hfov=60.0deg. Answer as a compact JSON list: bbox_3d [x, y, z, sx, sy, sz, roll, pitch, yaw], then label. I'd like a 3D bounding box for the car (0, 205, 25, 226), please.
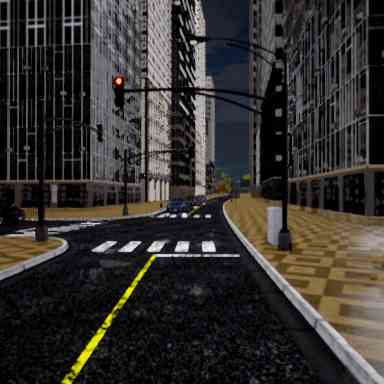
[{"bbox_3d":[-15.208,1.757,25.301,4.892,1.490,1.837,-1,-1,10],"label":"car"}]

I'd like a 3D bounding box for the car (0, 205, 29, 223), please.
[{"bbox_3d":[-16.463,1.845,28.133,4.403,1.369,2.008,-1,1,10],"label":"car"}]

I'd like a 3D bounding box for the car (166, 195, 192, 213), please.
[{"bbox_3d":[-1.573,1.316,36.560,2.097,1.767,4.553,0,0,5],"label":"car"}]

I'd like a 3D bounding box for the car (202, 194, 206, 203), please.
[{"bbox_3d":[1.620,1.251,65.972,2.097,1.767,4.553,0,0,8],"label":"car"}]

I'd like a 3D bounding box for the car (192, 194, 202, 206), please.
[{"bbox_3d":[-0.159,1.287,51.762,2.097,1.767,4.553,0,0,7],"label":"car"}]
